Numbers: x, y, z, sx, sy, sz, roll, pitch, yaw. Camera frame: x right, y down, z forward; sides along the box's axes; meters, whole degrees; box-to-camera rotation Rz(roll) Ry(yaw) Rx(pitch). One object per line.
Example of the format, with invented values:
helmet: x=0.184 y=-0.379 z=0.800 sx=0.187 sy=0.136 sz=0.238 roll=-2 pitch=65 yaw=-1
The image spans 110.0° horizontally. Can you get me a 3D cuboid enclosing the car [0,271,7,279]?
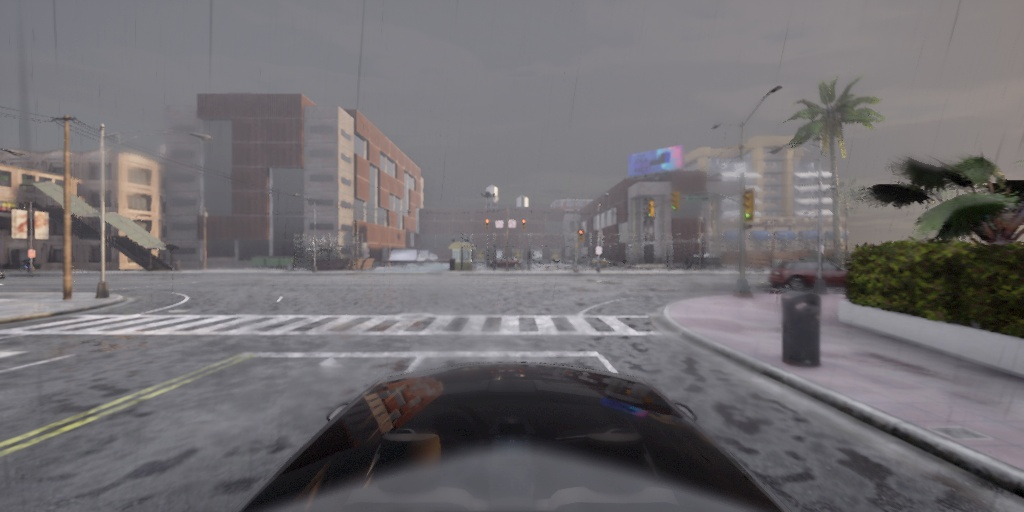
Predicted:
car: x=-39.706 y=1.221 z=25.519 sx=5.357 sy=1.411 sz=2.033 roll=0 pitch=0 yaw=0

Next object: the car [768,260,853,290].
car: x=17.814 y=1.041 z=20.830 sx=4.553 sy=1.767 sz=2.097 roll=0 pitch=0 yaw=11
